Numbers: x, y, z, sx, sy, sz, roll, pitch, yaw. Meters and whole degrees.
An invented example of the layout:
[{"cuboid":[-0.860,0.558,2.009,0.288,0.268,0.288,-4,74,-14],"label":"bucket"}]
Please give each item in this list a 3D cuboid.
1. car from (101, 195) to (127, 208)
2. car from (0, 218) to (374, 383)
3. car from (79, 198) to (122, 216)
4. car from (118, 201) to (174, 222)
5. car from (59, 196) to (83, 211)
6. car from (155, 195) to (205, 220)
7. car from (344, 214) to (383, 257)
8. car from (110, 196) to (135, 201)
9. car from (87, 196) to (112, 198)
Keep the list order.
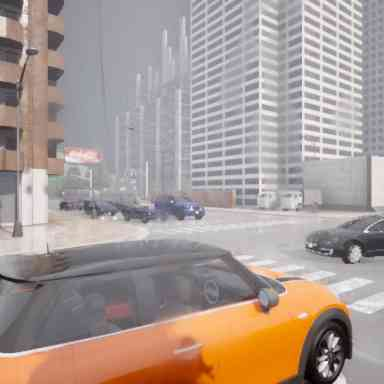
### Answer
[{"cuboid":[-11.417,1.407,48.752,2.097,1.767,4.553,0,0,-36],"label":"car"},{"cuboid":[-0.153,1.352,3.855,4.553,1.767,2.097,0,0,-35],"label":"car"},{"cuboid":[-9.407,1.603,33.839,2.033,1.411,5.357,0,0,-36],"label":"car"},{"cuboid":[-3.707,1.656,26.060,1.895,1.301,4.718,0,0,-36],"label":"car"},{"cuboid":[-15.263,1.619,41.883,1.994,1.385,4.181,0,0,-35],"label":"car"},{"cuboid":[-1.227,1.277,28.599,2.150,2.045,5.566,0,0,-36],"label":"car"},{"cuboid":[6.335,1.531,11.422,4.892,1.490,1.837,0,-2,-8],"label":"car"},{"cuboid":[-6.941,1.560,36.398,1.837,1.490,4.892,0,0,-36],"label":"car"},{"cuboid":[-12.999,1.407,44.707,2.097,1.767,4.553,0,0,-36],"label":"car"}]
